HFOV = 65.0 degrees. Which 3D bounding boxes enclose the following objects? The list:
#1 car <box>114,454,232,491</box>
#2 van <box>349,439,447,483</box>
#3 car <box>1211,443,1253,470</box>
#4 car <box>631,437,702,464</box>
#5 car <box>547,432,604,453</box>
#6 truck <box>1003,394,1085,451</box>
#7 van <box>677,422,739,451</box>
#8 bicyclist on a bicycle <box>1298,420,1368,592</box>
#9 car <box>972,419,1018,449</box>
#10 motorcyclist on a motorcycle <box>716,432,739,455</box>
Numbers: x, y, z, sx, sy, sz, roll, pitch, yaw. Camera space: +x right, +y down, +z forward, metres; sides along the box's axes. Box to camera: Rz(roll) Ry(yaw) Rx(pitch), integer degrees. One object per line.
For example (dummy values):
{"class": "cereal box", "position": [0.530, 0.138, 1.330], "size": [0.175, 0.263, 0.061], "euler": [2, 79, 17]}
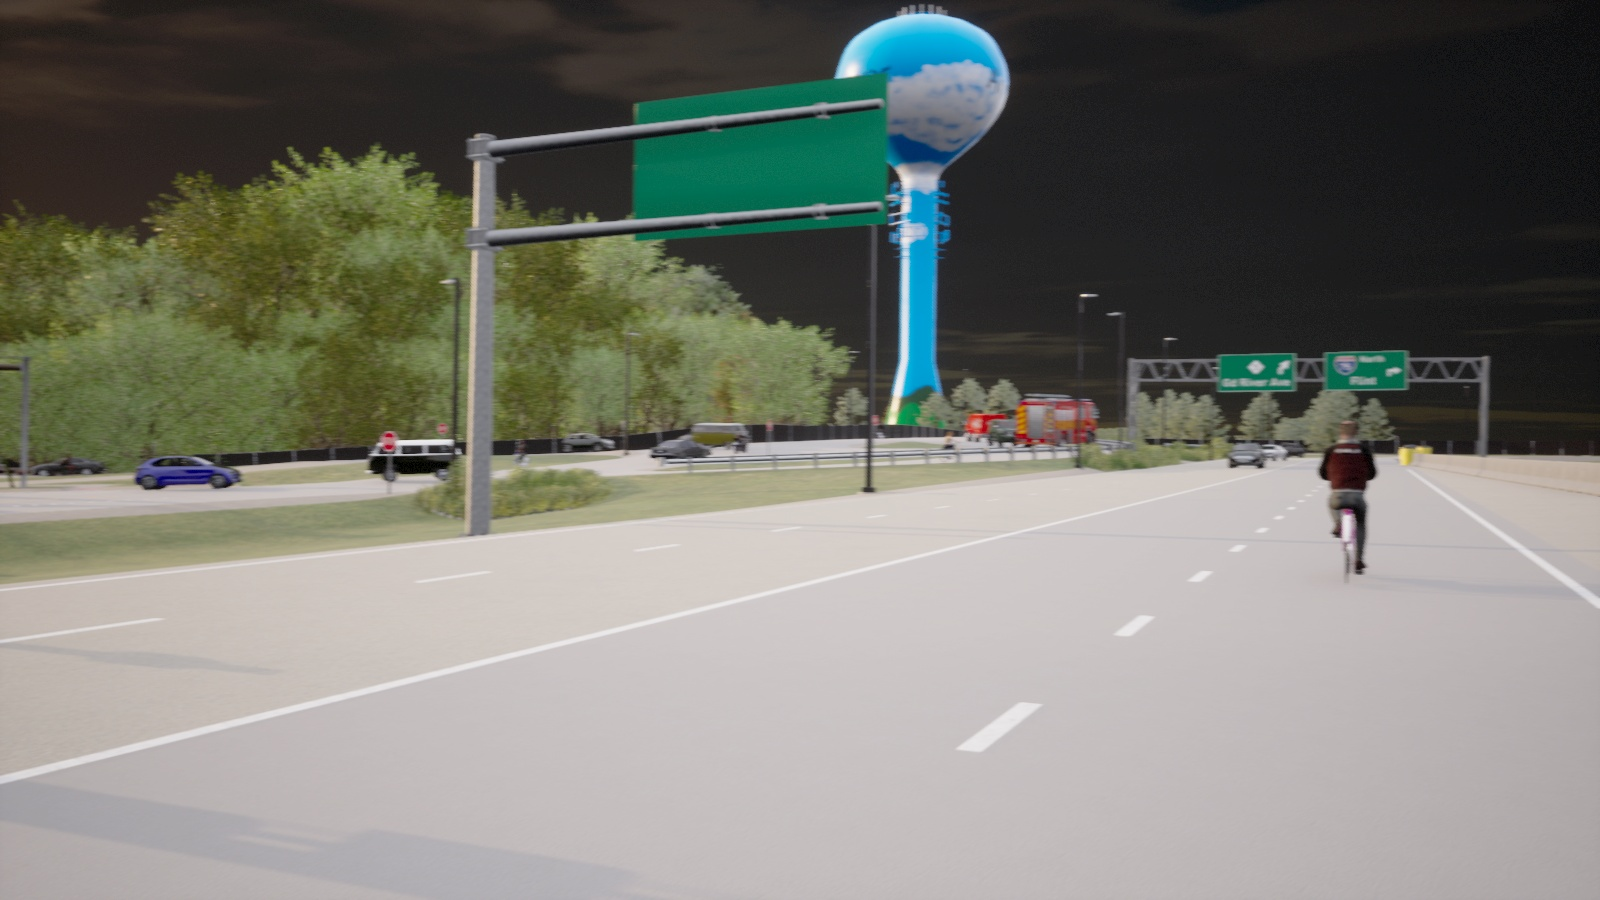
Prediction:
{"class": "car", "position": [-26.954, 0.948, 54.117], "size": [4.193, 1.474, 1.816], "euler": [-1, 0, -13]}
{"class": "van", "position": [-19.627, 0.496, 61.340], "size": [4.480, 2.038, 2.069], "euler": [-1, 1, -19]}
{"class": "car", "position": [27.127, 0.367, 78.770], "size": [2.033, 1.649, 4.856], "euler": [1, 1, 24]}
{"class": "car", "position": [-8.484, -0.007, 80.422], "size": [2.033, 1.411, 5.357], "euler": [1, 3, 25]}
{"class": "car", "position": [-17.358, -0.615, 97.085], "size": [3.806, 1.475, 1.970], "euler": [-2, 0, 11]}
{"class": "truck", "position": [17.446, -1.971, 89.287], "size": [2.891, 3.827, 8.468], "euler": [2, 2, 31]}
{"class": "van", "position": [-6.853, -1.023, 93.619], "size": [4.442, 1.987, 1.775], "euler": [2, 3, 32]}
{"class": "bicyclist on a bicycle", "position": [5.945, 0.572, 13.979], "size": [0.659, 1.776, 1.843], "euler": [1, 1, 24]}
{"class": "car", "position": [14.405, -1.229, 93.056], "size": [2.150, 2.045, 5.566], "euler": [1, 2, -4]}
{"class": "motorcyclist on a motorcycle", "position": [-5.075, -0.486, 88.200], "size": [0.866, 1.530, 2.191], "euler": [0, 3, 19]}
